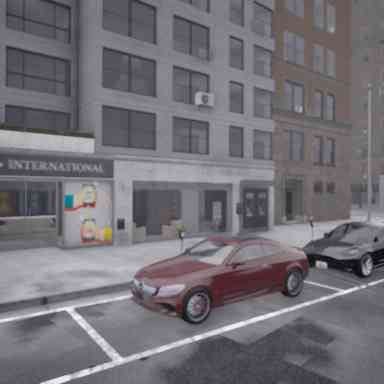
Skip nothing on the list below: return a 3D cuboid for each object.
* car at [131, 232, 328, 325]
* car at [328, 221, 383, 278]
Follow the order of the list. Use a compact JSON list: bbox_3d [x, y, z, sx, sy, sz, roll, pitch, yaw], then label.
[{"bbox_3d":[0.786,1.599,7.080,4.206,1.307,1.802,0,0,-35],"label":"car"},{"bbox_3d":[5.291,1.603,10.277,4.313,1.339,1.947,0,0,-35],"label":"car"}]
